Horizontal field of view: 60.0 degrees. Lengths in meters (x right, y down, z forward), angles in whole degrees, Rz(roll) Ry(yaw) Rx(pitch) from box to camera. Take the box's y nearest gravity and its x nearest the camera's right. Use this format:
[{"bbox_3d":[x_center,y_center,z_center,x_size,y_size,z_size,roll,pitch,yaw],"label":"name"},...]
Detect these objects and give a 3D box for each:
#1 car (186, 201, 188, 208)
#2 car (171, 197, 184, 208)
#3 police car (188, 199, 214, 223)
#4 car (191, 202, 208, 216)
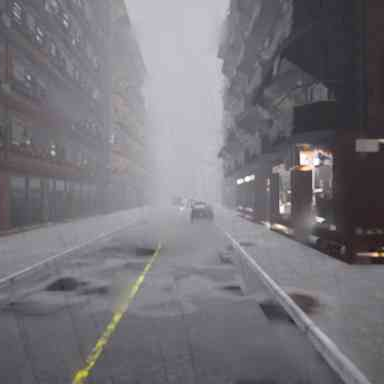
[{"bbox_3d":[-0.018,2.075,64.513,2.097,1.767,4.553,0,-1,0],"label":"car"},{"bbox_3d":[-2.783,1.949,64.986,2.150,2.045,5.566,0,-1,0],"label":"car"},{"bbox_3d":[0.817,1.740,29.096,1.930,1.638,5.238,0,-1,0],"label":"police car"},{"bbox_3d":[0.814,1.931,38.985,1.837,1.490,4.892,0,-1,0],"label":"car"}]
